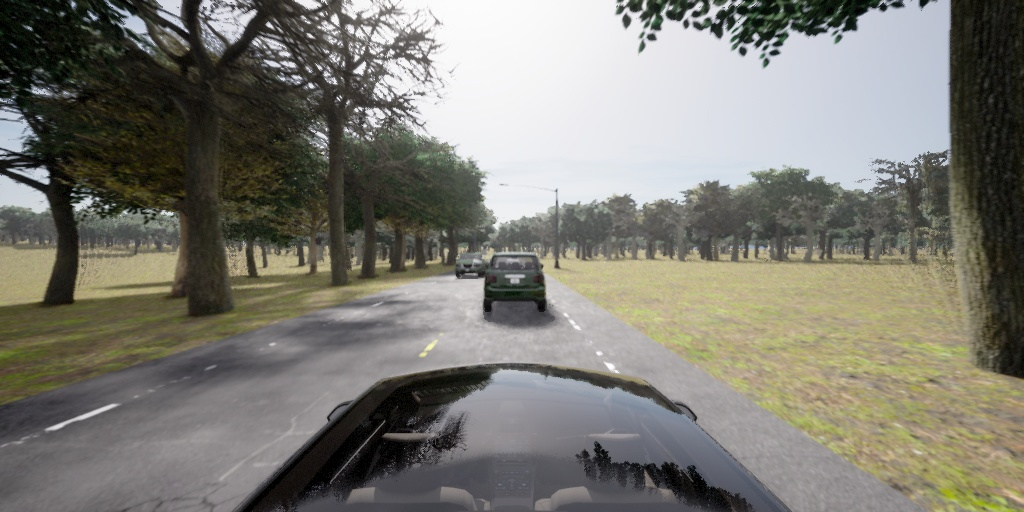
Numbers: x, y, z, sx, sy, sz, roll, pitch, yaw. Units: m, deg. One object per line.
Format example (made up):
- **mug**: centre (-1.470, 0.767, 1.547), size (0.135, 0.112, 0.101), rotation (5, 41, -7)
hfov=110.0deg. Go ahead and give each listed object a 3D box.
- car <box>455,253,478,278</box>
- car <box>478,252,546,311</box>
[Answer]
- **car**: centre (-3.501, 0.720, 30.842), size (2.150, 2.045, 5.566), rotation (0, 0, 0)
- **car**: centre (0.095, 0.862, 14.067), size (2.150, 2.045, 5.566), rotation (0, 1, 0)
